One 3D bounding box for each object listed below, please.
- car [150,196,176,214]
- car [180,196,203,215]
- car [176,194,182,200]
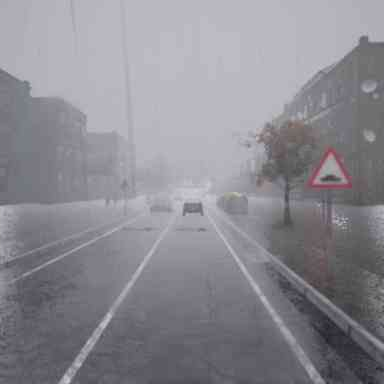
[{"bbox_3d":[-3.093,1.256,34.261,2.097,1.767,4.553,0,0,0],"label":"car"},{"bbox_3d":[0.098,1.388,32.551,1.882,1.535,5.008,0,0,0],"label":"car"},{"bbox_3d":[-3.000,1.341,74.699,1.837,1.490,4.892,0,0,0],"label":"car"}]
